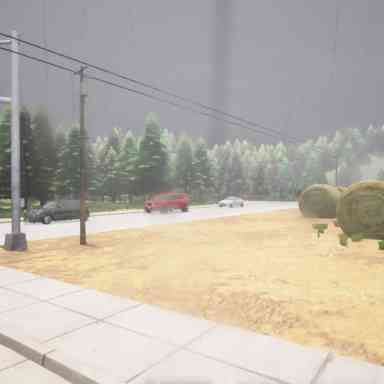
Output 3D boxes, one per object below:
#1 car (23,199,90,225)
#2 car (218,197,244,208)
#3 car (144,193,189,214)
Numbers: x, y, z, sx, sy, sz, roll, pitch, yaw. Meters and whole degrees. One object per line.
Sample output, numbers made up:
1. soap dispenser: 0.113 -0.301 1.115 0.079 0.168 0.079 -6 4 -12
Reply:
1. car: -9.941 1.362 24.630 2.097 1.767 4.553 0 0 37
2. car: 5.379 1.398 45.146 1.812 1.442 4.674 0 1 38
3. car: -2.530 1.164 34.582 2.150 2.045 5.566 0 0 37
